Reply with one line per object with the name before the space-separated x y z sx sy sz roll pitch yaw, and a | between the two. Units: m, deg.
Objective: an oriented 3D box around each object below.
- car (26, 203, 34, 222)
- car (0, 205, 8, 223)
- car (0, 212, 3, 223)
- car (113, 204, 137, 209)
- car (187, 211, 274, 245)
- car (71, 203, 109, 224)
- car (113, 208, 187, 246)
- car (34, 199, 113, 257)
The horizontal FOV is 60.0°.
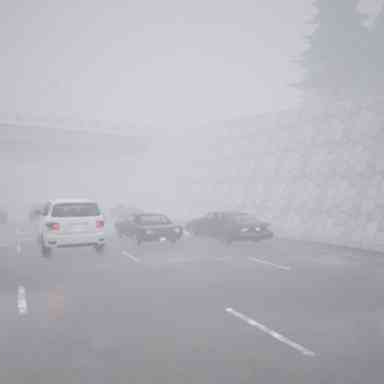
car | -12.667 1.664 27.937 1.837 1.490 4.892 0 0 -27
car | -15.825 1.728 26.421 1.994 1.385 4.181 0 0 -27
car | -7.703 1.620 11.097 2.033 1.411 5.357 0 0 -27
car | -6.193 1.745 30.659 1.895 1.301 4.718 0 0 -27
car | 1.567 1.605 16.027 2.033 1.411 5.357 0 0 -27
car | -8.565 1.689 27.628 2.033 1.411 5.357 0 0 -27
car | -2.242 1.671 15.773 1.895 1.301 4.718 0 0 -27
car | -5.106 1.296 13.691 2.150 2.045 5.566 0 0 -27
